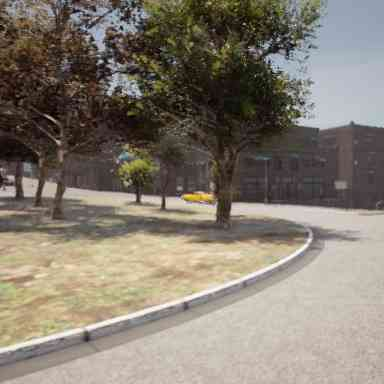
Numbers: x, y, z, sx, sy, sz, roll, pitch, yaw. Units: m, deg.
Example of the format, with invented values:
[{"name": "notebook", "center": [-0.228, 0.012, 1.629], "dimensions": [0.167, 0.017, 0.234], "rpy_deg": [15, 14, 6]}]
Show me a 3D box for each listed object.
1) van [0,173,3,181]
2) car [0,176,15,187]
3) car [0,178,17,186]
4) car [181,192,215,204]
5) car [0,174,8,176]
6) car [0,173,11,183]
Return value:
[{"name": "van", "center": [-49.096, -3.770, 81.524], "dimensions": [1.878, 1.987, 4.442], "rpy_deg": [6, 5, 32]}, {"name": "car", "center": [-37.796, -1.842, 67.351], "dimensions": [2.231, 1.521, 4.892], "rpy_deg": [6, 5, 32]}, {"name": "car", "center": [-39.665, -2.088, 69.739], "dimensions": [2.002, 1.452, 4.674], "rpy_deg": [6, 5, 32]}, {"name": "car", "center": [0.804, 0.738, 44.963], "dimensions": [5.008, 1.535, 1.882], "rpy_deg": [3, 2, 38]}, {"name": "car", "center": [-41.638, -2.409, 71.958], "dimensions": [1.946, 1.575, 5.366], "rpy_deg": [6, 5, 32]}, {"name": "car", "center": [-45.292, -3.229, 76.834], "dimensions": [2.435, 2.045, 5.566], "rpy_deg": [6, 5, 32]}]
